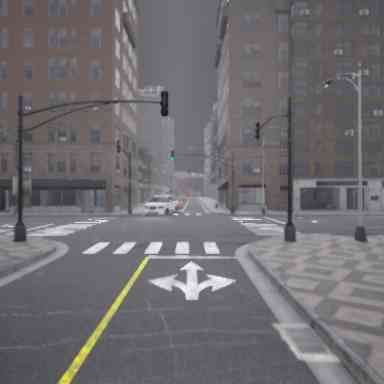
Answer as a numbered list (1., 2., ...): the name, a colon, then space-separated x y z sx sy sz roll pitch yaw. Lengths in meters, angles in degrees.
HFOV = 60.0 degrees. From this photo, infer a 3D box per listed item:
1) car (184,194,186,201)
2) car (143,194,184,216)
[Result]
1. car: -2.278 1.273 43.452 2.097 1.767 4.553 0 -1 0
2. car: -2.858 1.293 32.505 2.150 2.045 5.566 0 2 15
